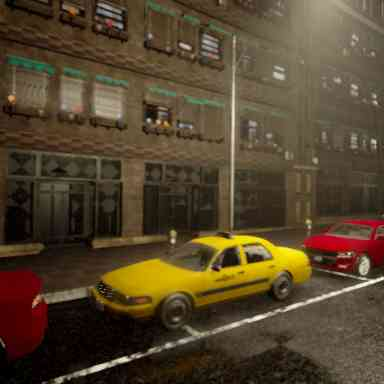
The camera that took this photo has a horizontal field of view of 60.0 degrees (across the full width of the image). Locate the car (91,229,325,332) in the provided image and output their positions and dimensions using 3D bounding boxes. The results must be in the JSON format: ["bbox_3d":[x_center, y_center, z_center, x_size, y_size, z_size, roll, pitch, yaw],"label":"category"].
[{"bbox_3d":[0.460,1.525,6.831,4.829,1.417,1.752,0,1,-35],"label":"car"}]

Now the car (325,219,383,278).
[{"bbox_3d":[5.226,1.543,10.232,4.507,1.381,1.887,0,1,-35],"label":"car"}]

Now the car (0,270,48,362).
[{"bbox_3d":[-4.029,1.545,3.628,4.507,1.381,1.887,0,1,-35],"label":"car"}]
